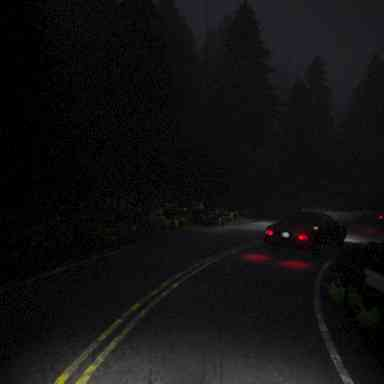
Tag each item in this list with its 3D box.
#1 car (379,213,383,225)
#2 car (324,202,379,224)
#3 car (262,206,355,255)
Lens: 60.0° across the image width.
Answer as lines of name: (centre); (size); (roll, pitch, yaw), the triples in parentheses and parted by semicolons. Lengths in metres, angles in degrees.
car: (13.466, 1.558, 19.501); (5.357, 1.411, 2.033); (0, 5, -19)
car: (9.302, 1.322, 21.286); (4.718, 1.301, 1.895); (0, 5, -24)
car: (4.734, 1.518, 13.437); (2.033, 1.411, 5.357); (4, 3, 37)
